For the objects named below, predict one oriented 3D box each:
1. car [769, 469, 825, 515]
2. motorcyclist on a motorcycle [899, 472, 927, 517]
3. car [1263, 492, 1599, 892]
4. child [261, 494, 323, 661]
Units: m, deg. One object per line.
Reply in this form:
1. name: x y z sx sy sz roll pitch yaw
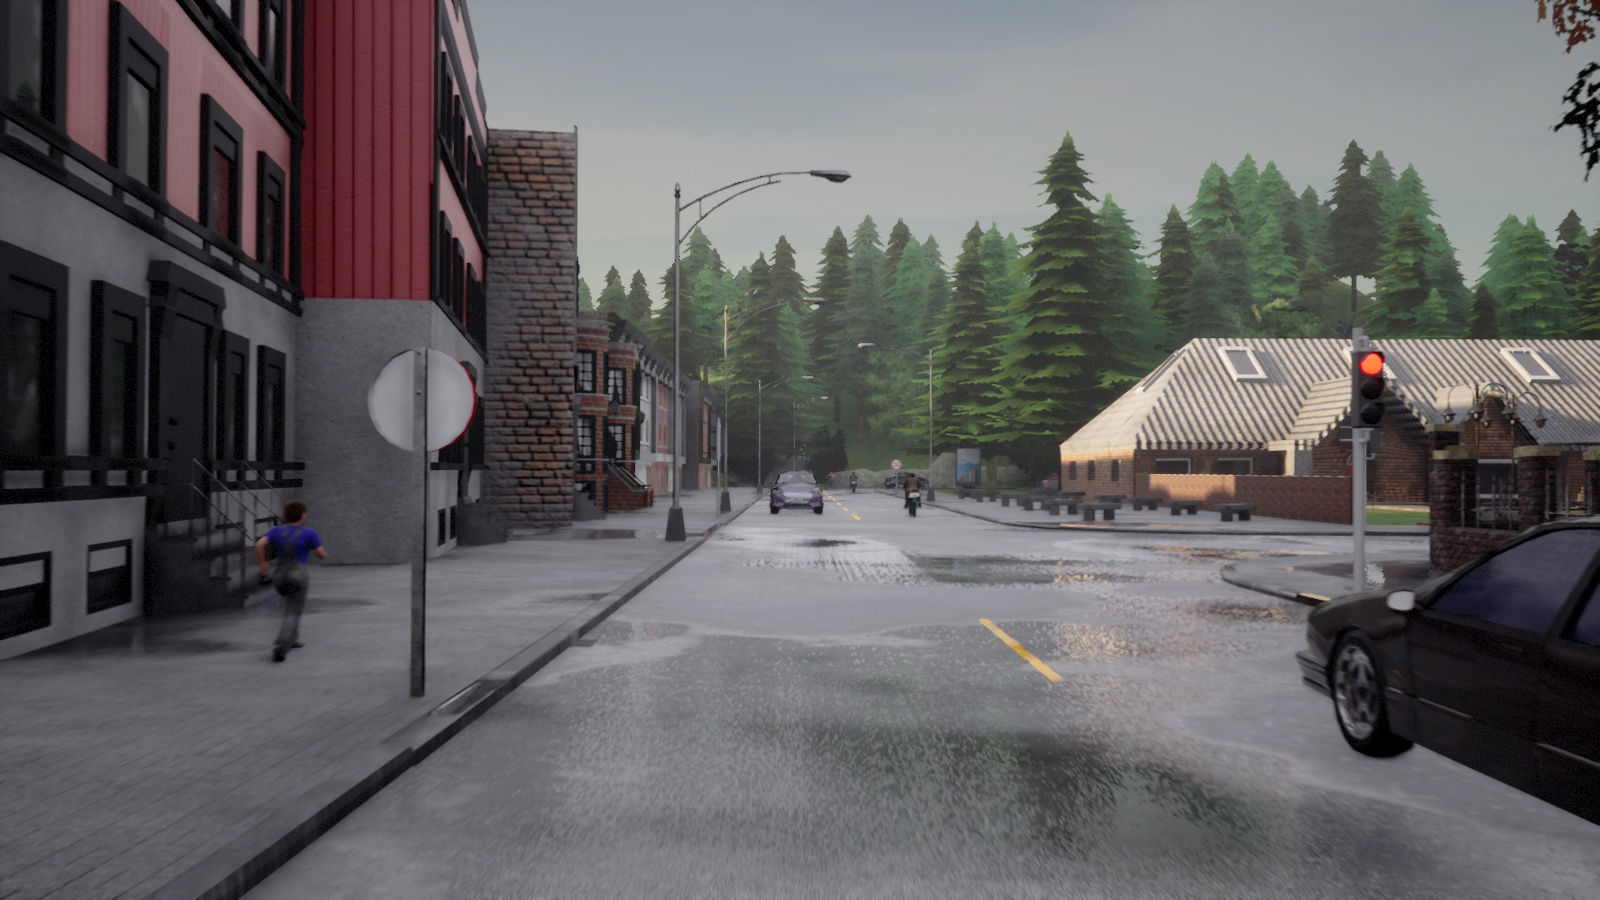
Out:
1. car: -0.115 1.540 47.495 2.033 1.649 4.856 0 -1 0
2. motorcyclist on a motorcycle: 3.880 1.507 43.361 0.797 1.523 2.044 0 -1 0
3. car: 3.979 0.936 5.382 2.033 1.411 5.357 0 -1 0
4. child: -3.959 0.979 9.800 0.270 1.263 0.437 0 -1 7
